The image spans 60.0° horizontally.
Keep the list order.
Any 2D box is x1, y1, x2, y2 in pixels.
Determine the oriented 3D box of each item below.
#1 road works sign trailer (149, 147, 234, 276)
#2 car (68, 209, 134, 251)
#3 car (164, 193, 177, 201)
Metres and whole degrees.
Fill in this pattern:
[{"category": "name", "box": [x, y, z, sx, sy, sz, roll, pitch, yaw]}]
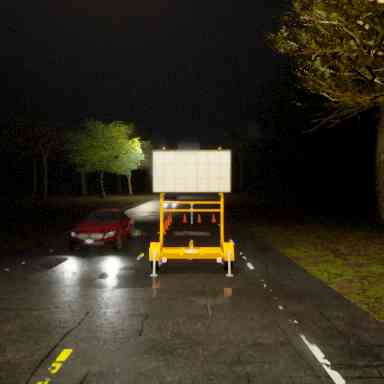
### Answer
[{"category": "road works sign trailer", "box": [-0.006, 0.433, 10.176, 2.380, 3.560, 2.880, 0, 0, 0]}, {"category": "car", "box": [-3.609, 1.467, 14.035, 1.812, 1.442, 4.674, 0, 0, 0]}, {"category": "car", "box": [-3.626, 0.784, 55.958, 1.895, 1.301, 4.718, 0, 2, 0]}]
